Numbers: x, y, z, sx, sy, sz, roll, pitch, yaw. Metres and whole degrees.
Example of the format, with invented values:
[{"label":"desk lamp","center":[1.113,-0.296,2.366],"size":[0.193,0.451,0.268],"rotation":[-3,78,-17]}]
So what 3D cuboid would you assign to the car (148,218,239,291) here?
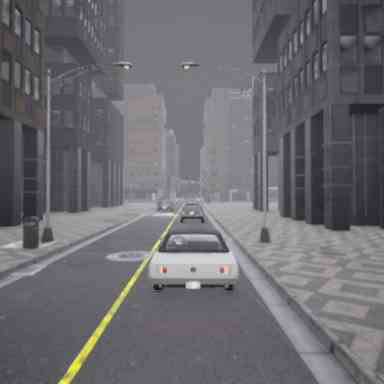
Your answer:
[{"label":"car","center":[0.052,1.622,9.009],"size":[1.895,1.301,4.718],"rotation":[0,0,1]}]

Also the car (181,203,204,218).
[{"label":"car","center":[0.036,1.626,27.026],"size":[2.033,1.411,5.357],"rotation":[0,0,0]}]

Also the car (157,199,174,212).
[{"label":"car","center":[-3.160,1.634,40.624],"size":[2.128,1.511,4.902],"rotation":[0,0,0]}]
